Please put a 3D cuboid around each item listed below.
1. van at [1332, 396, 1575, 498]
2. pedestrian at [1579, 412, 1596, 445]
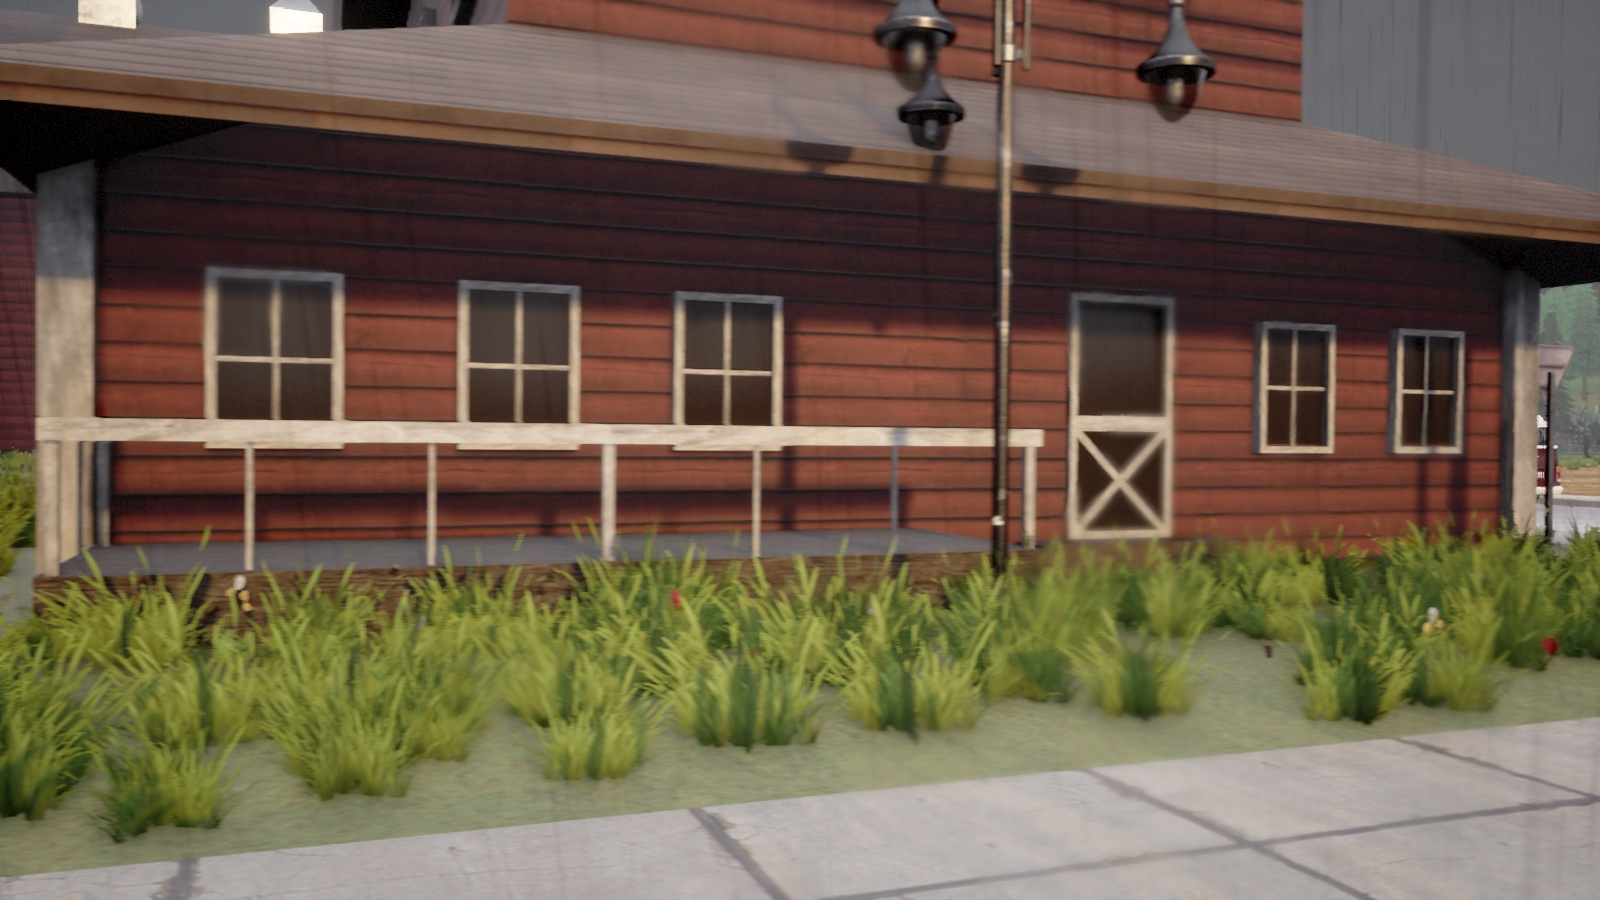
[{"bbox_3d":[14.247,-0.103,27.690,2.069,2.038,4.480,-1,1,-22],"label":"van"},{"bbox_3d":[47.462,-1.302,75.651,0.788,1.949,0.423,-1,1,-7],"label":"pedestrian"}]
